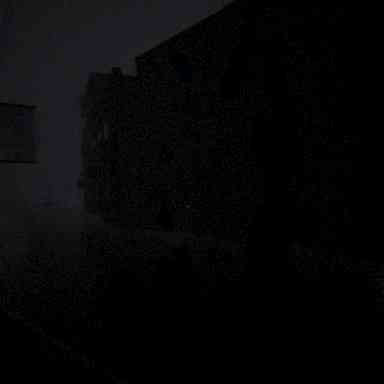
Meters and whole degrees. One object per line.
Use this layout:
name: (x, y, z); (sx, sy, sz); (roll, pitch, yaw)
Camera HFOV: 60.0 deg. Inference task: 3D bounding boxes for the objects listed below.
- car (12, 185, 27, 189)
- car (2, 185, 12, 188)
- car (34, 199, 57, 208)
car: (-45.020, -0.953, 84.129); (2.231, 1.521, 4.892); (-4, -3, 8)
car: (-45.790, -1.134, 78.765); (2.002, 1.452, 4.674); (-4, -3, 9)
car: (-25.824, 2.030, 58.890); (1.812, 1.442, 4.674); (-4, -1, 11)
